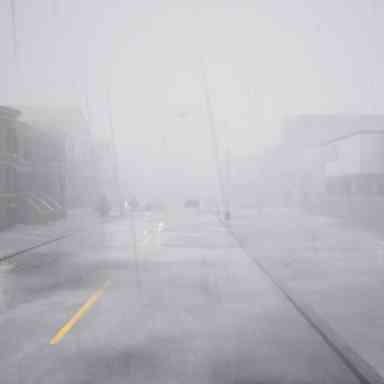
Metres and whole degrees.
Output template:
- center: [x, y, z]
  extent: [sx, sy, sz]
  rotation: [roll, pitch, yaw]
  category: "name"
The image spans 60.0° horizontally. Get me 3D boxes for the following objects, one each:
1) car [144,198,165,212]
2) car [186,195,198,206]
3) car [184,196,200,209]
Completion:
- center: [-4.070, 1.401, 37.149]
  extent: [1.812, 1.442, 4.674]
  rotation: [0, 0, 0]
  category: "car"
- center: [0.003, 1.303, 52.107]
  extent: [1.882, 1.535, 5.008]
  rotation: [0, 0, 0]
  category: "car"
- center: [0.003, 1.338, 41.713]
  extent: [1.882, 1.535, 5.008]
  rotation: [0, 0, 0]
  category: "car"
